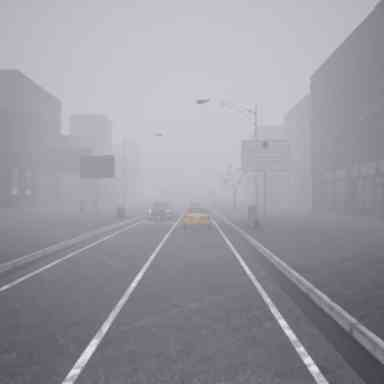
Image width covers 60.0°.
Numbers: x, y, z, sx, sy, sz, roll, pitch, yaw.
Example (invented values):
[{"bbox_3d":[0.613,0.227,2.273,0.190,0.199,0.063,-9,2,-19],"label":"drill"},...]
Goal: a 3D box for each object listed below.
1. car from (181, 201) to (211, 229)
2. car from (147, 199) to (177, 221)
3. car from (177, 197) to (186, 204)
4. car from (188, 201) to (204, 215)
[{"bbox_3d":[0.338,1.602,22.673,1.801,1.575,5.366,0,-1,1],"label":"car"},{"bbox_3d":[-2.780,1.632,30.105,2.097,1.767,4.553,0,-1,1],"label":"car"},{"bbox_3d":[-2.249,1.758,70.442,2.033,1.411,5.357,0,2,1],"label":"car"},{"bbox_3d":[0.537,1.967,41.264,1.837,1.490,4.892,0,-1,1],"label":"car"}]
